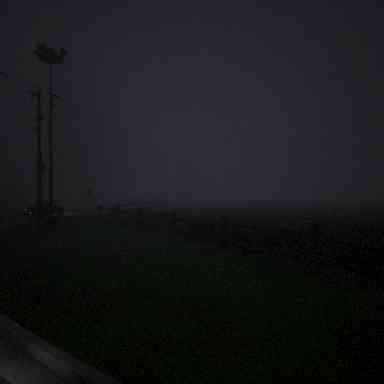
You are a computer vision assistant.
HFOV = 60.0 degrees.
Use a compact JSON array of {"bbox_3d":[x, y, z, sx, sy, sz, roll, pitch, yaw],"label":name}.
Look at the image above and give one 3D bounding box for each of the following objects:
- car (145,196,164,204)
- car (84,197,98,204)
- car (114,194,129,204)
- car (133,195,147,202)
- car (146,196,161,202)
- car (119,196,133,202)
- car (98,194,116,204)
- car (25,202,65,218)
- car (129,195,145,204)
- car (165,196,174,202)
[{"bbox_3d":[-7.661,1.676,69.758,1.837,1.490,4.892,0,0,10],"label":"car"},{"bbox_3d":[-21.439,1.778,72.241,2.033,1.411,5.357,0,0,10],"label":"car"},{"bbox_3d":[-14.476,1.767,71.410,1.994,1.385,4.181,0,0,10],"label":"car"},{"bbox_3d":[-12.703,1.550,81.255,1.882,1.535,5.008,0,0,10],"label":"car"},{"bbox_3d":[-9.258,1.599,80.634,2.033,1.411,5.357,0,0,10],"label":"car"},{"bbox_3d":[-16.147,1.637,81.876,1.994,1.385,4.181,0,0,10],"label":"car"},{"bbox_3d":[-17.904,1.741,72.124,1.812,1.442,4.674,0,0,10],"label":"car"},{"bbox_3d":[-14.204,1.651,32.194,1.812,1.442,4.674,0,0,8],"label":"car"},{"bbox_3d":[-11.106,1.689,70.379,1.837,1.490,4.892,0,0,10],"label":"car"},{"bbox_3d":[-5.813,1.586,80.013,2.033,1.411,5.357,0,0,10],"label":"car"}]
